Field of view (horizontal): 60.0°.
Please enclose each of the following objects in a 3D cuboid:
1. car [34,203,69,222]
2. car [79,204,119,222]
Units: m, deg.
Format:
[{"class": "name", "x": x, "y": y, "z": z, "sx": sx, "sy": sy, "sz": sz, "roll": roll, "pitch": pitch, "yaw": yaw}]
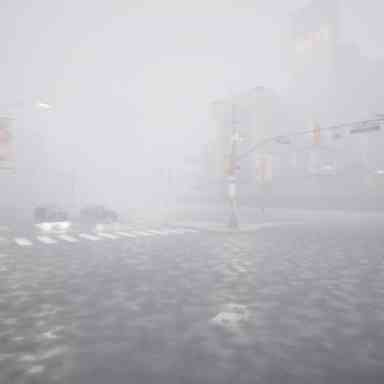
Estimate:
[{"class": "car", "x": -11.492, "y": 1.630, "z": 27.036, "sx": 1.994, "sy": 1.385, "sz": 4.181, "roll": 1, "pitch": 0, "yaw": -36}, {"class": "car", "x": -7.833, "y": 1.703, "z": 27.940, "sx": 1.895, "sy": 1.301, "sz": 4.718, "roll": 1, "pitch": 0, "yaw": -36}]
